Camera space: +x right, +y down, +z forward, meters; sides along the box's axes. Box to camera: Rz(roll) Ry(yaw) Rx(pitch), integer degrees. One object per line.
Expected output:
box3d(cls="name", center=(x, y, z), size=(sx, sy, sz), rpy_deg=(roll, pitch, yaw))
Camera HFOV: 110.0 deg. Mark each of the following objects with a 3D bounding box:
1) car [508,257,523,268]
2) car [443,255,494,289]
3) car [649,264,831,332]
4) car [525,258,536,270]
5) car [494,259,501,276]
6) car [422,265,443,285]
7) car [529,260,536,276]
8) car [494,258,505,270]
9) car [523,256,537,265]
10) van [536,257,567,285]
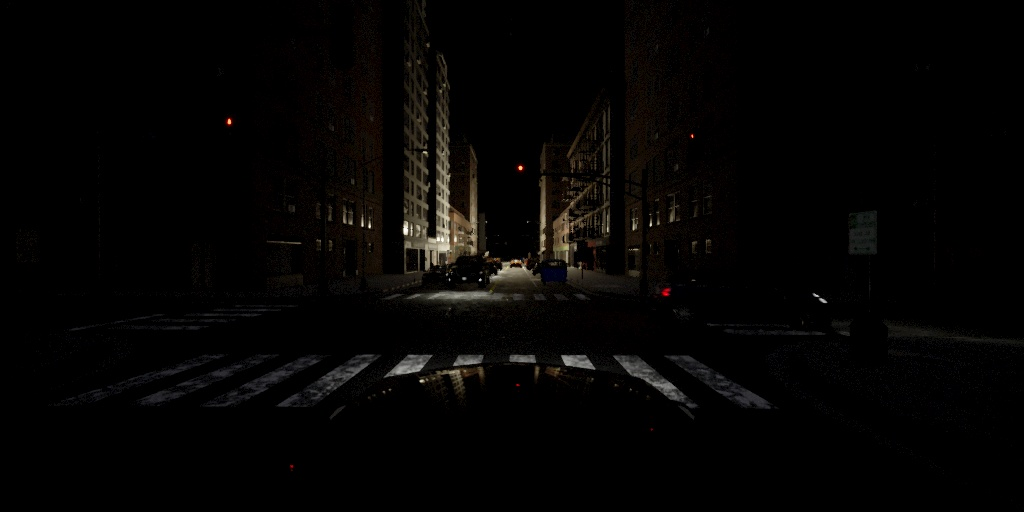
box3d(cls="car", center=(0.660, 1.335, 59.094), size=(1.895, 1.301, 4.718), rpy_deg=(0, 0, 1))
box3d(cls="car", center=(-2.690, 0.971, 23.609), size=(2.150, 2.045, 5.566), rpy_deg=(0, 0, 2))
box3d(cls="car", center=(6.678, 1.149, 10.886), size=(4.553, 1.767, 2.097), rpy_deg=(0, 0, 12))
box3d(cls="car", center=(3.086, 1.325, 48.135), size=(1.802, 1.307, 4.207), rpy_deg=(0, 0, 1))
box3d(cls="car", center=(-2.505, 1.309, 36.975), size=(1.994, 1.385, 4.181), rpy_deg=(0, 0, 1))
box3d(cls="car", center=(-5.161, 1.299, 25.480), size=(2.007, 1.370, 4.403), rpy_deg=(0, 0, 1))
box3d(cls="car", center=(2.975, 1.329, 36.772), size=(1.802, 1.307, 4.207), rpy_deg=(0, 0, 1))
box3d(cls="car", center=(-2.347, 1.342, 50.776), size=(1.895, 1.301, 4.718), rpy_deg=(0, 0, 1))
box3d(cls="car", center=(3.142, 1.053, 53.816), size=(2.192, 1.841, 5.009), rpy_deg=(0, 0, 1))
box3d(cls="van", center=(2.864, 1.089, 25.411), size=(1.690, 1.789, 3.998), rpy_deg=(0, 0, 1))
